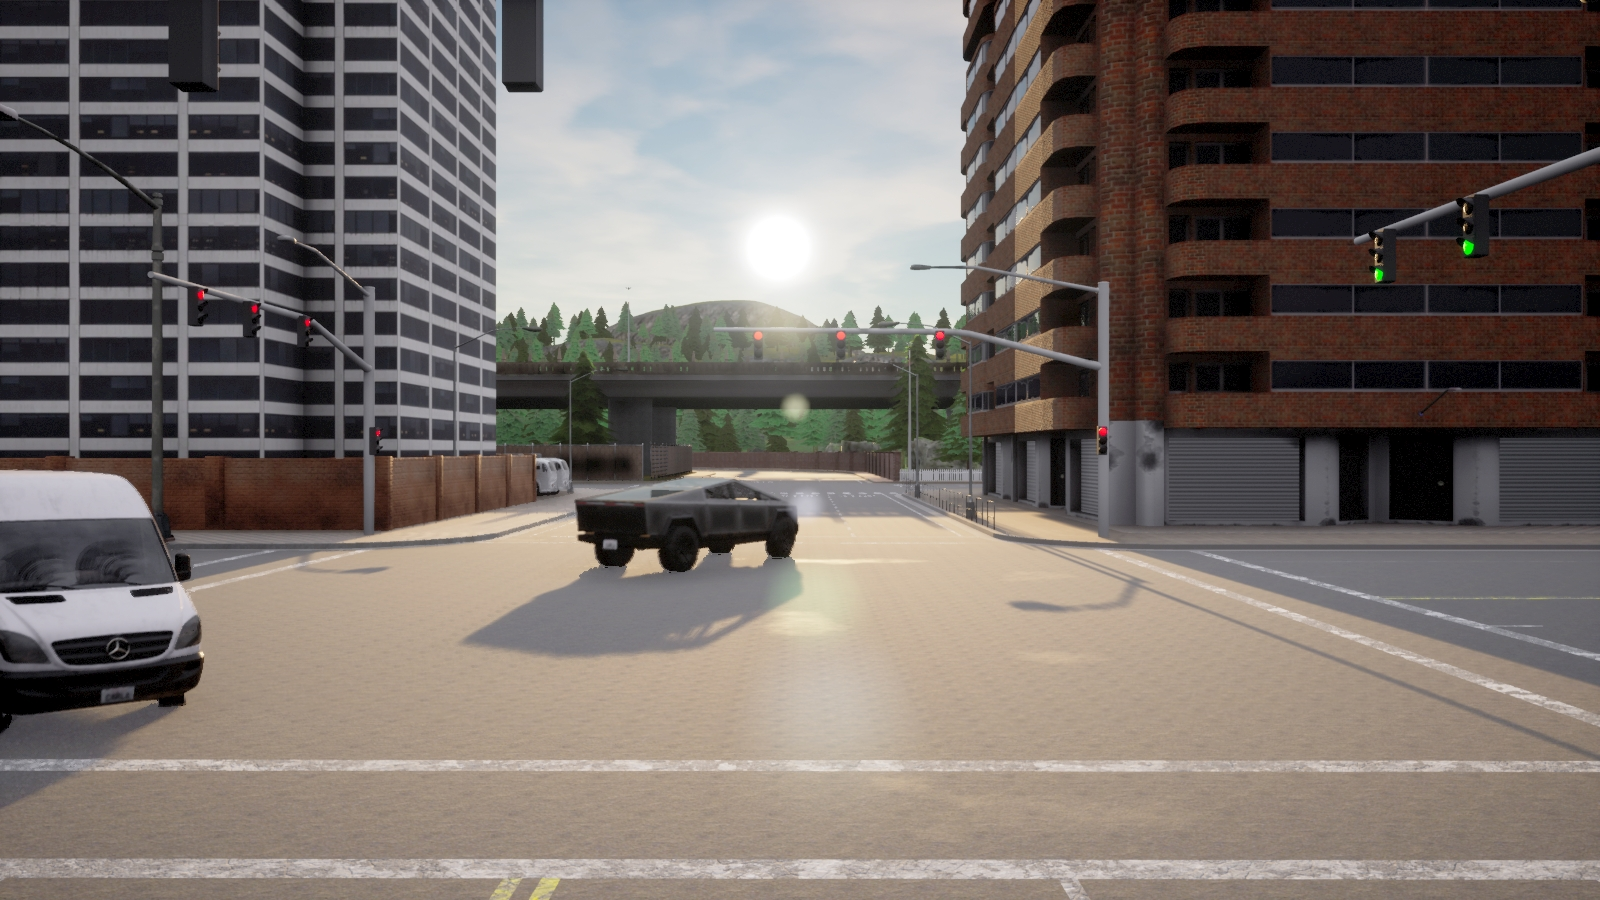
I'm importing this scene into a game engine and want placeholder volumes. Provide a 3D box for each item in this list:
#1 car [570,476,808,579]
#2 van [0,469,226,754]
[{"bbox_3d":[-2.515,1.752,28.016,2.390,2.098,6.274,0,0,34],"label":"car"},{"bbox_3d":[-8.888,1.533,13.253,5.915,2.561,1.988,0,-1,43],"label":"van"}]
